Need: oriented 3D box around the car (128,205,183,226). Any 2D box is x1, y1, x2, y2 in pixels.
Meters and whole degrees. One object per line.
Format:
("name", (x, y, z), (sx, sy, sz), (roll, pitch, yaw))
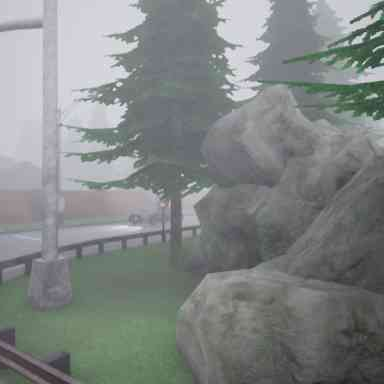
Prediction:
("car", (-2.454, 1.538, 23.178), (1.994, 1.385, 4.181), (0, 0, 36))
